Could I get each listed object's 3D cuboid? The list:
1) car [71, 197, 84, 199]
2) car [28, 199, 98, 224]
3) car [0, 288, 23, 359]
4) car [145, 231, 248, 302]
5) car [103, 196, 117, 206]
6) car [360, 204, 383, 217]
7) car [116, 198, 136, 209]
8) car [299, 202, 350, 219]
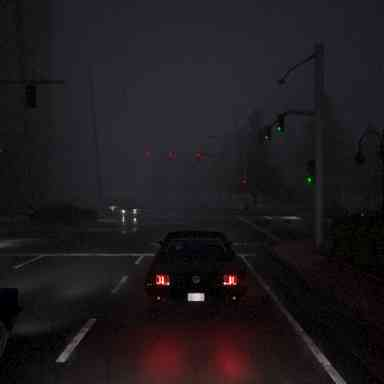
[{"bbox_3d":[-22.268,1.601,65.419,4.718,1.301,1.895,0,0,38],"label":"car"},{"bbox_3d":[-9.656,1.541,25.162,4.892,1.490,1.837,0,2,-29],"label":"car"},{"bbox_3d":[-3.429,1.601,2.769,1.895,1.301,4.718,0,0,0],"label":"car"},{"bbox_3d":[0.091,1.601,8.193,1.895,1.301,4.718,0,0,0],"label":"car"},{"bbox_3d":[-13.193,1.478,55.029,1.882,1.535,5.008,0,0,-33],"label":"car"},{"bbox_3d":[15.763,1.560,26.021,4.892,1.490,1.837,0,0,0],"label":"car"},{"bbox_3d":[-8.889,1.526,45.539,1.812,1.442,4.674,0,0,-18],"label":"car"},{"bbox_3d":[11.725,1.619,29.563,4.181,1.385,1.994,0,0,1],"label":"car"}]
